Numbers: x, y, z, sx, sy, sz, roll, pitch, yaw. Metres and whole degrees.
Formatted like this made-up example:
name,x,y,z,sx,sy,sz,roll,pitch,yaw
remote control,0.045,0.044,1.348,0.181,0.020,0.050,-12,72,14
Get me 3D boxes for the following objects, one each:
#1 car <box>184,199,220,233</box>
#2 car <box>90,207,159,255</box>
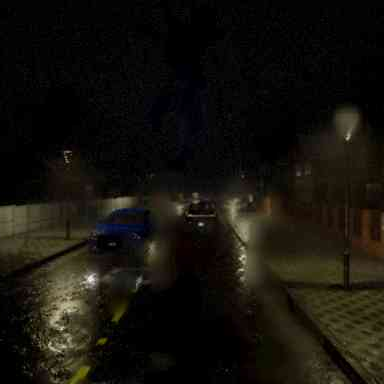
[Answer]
name,x,y,z,sx,sy,sz,roll,pitch,yaw
car,0.557,1.386,18.995,2.128,1.511,4.902,0,0,2
car,-2.480,1.402,13.195,1.882,1.535,5.008,0,0,2
